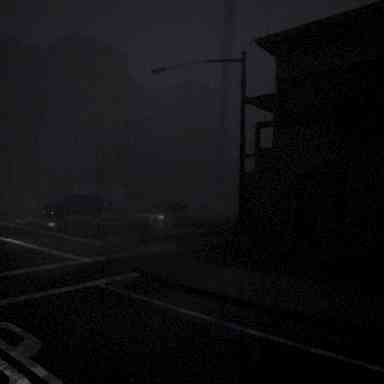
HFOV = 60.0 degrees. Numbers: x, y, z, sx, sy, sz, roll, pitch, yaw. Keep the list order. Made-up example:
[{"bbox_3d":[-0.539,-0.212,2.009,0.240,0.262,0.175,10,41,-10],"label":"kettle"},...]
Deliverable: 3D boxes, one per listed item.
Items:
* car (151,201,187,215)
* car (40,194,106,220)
[{"bbox_3d":[-2.548,1.780,38.006,1.837,1.490,4.892,1,-1,39],"label":"car"},{"bbox_3d":[-10.100,1.237,28.721,2.150,2.045,5.566,1,0,39],"label":"car"}]
